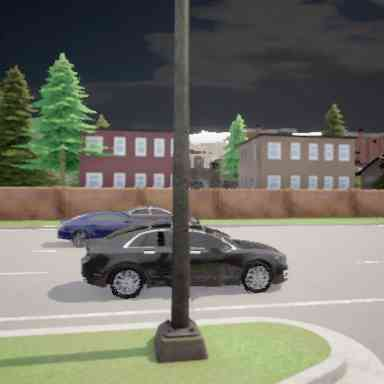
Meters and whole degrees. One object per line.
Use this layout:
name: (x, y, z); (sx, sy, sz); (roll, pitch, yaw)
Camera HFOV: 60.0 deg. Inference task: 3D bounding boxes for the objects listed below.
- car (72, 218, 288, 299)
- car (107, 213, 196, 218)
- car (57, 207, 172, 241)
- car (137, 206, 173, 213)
car: (-0.128, 1.519, 8.056); (4.892, 1.490, 1.837); (1, 0, -9)
car: (-0.688, 1.583, 11.513); (4.181, 1.385, 1.994); (0, 0, -9)
car: (-3.422, 1.536, 14.612); (4.674, 1.442, 1.812); (0, 0, -9)
car: (-2.063, 1.518, 18.378); (4.902, 1.511, 2.128); (0, 0, -9)
